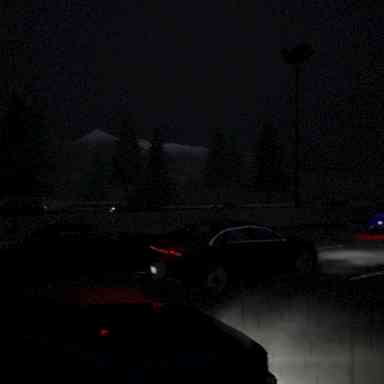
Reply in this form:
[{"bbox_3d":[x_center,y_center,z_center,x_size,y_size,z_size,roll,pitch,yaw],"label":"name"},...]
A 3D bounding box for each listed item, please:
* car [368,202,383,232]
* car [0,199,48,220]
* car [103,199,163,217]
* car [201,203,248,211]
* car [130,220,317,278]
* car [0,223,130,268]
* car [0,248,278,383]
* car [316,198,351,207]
[{"bbox_3d":[12.251,1.494,18.878,5.008,1.535,1.882,0,0,-27],"label":"car"},{"bbox_3d":[-13.126,1.294,24.493,4.553,1.767,2.097,0,0,-34],"label":"car"},{"bbox_3d":[-4.588,1.317,25.779,4.553,1.767,2.097,0,0,-30],"label":"car"},{"bbox_3d":[2.582,1.548,25.858,4.181,1.385,1.994,0,0,-28],"label":"car"},{"bbox_3d":[1.188,1.486,8.580,4.902,1.511,2.128,0,0,-33],"label":"car"},{"bbox_3d":[-3.267,1.583,9.868,4.718,1.301,1.895,0,0,-34],"label":"car"},{"bbox_3d":[-1.796,1.540,2.406,5.357,1.411,2.033,0,0,-35],"label":"car"},{"bbox_3d":[19.066,1.504,44.877,4.902,1.511,2.128,0,0,-20],"label":"car"}]
